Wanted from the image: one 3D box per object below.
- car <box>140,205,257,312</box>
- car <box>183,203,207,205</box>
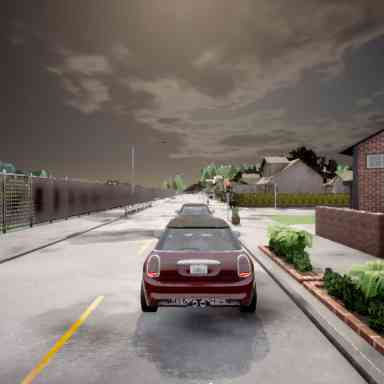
[{"bbox_3d":[0.119,1.352,7.853,2.097,1.767,4.553,0,0,0],"label":"car"},{"bbox_3d":[0.149,1.352,17.550,2.097,1.767,4.553,0,0,0],"label":"car"}]
